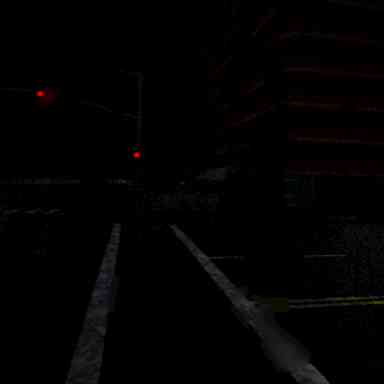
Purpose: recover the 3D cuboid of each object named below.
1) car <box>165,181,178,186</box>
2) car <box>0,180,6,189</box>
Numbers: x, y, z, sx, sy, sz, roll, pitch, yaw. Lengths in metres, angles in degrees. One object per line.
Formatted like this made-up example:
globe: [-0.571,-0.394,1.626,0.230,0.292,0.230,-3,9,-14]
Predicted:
car: [-5.835,-2.285,83.394,5.357,1.411,2.033,0,3,-36]
car: [-24.888,-1.111,40.927,1.994,1.385,4.181,2,2,1]
